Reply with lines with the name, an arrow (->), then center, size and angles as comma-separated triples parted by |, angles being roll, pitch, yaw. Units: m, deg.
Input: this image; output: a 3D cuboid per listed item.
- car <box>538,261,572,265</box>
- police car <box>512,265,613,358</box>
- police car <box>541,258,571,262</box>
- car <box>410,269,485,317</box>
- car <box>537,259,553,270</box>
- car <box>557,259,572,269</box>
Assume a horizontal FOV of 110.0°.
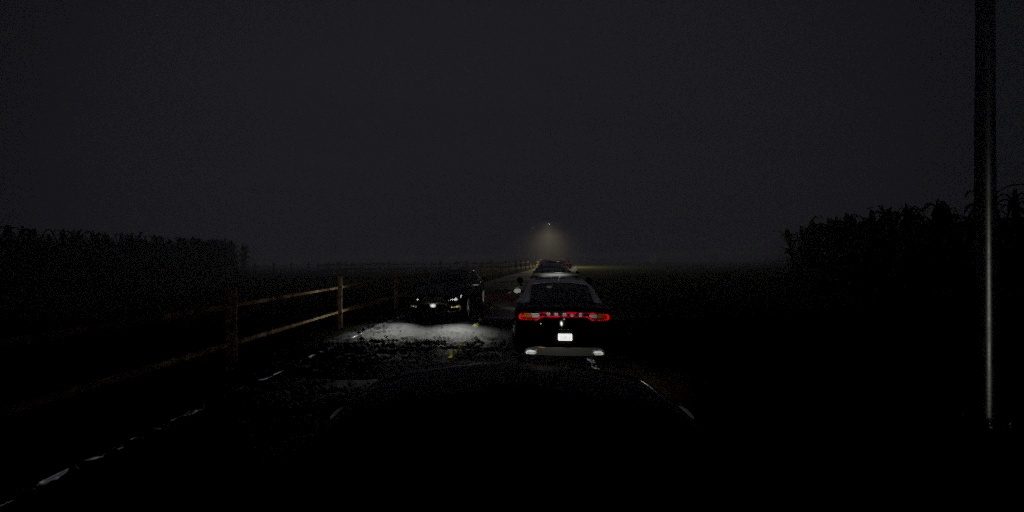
car -> 1.959, 1.218, 18.357 | 1.882, 1.535, 5.008 | 0, 0, 7
police car -> 1.053, 1.173, 8.661 | 1.930, 1.638, 5.238 | 0, 0, 3
police car -> 2.845, 1.159, 24.311 | 1.930, 1.638, 5.238 | 0, 0, 10
car -> -2.178, 1.251, 13.277 | 1.837, 1.490, 4.892 | 0, 0, 5
car -> 5.045, 1.226, 53.993 | 1.812, 1.442, 4.674 | 0, 0, 12
car -> 8.248, 1.260, 55.929 | 1.994, 1.385, 4.181 | 0, 0, 11
